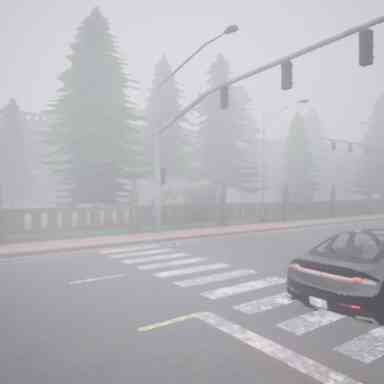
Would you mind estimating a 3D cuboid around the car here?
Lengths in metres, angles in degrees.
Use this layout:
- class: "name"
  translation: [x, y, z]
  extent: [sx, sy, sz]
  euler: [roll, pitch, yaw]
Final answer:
- class: "car"
  translation: [3.930, 1.484, 6.552]
  extent: [4.902, 1.511, 2.128]
  euler: [0, 0, -35]
